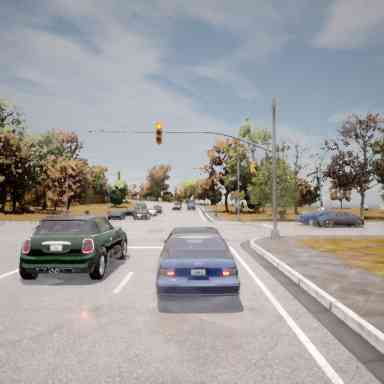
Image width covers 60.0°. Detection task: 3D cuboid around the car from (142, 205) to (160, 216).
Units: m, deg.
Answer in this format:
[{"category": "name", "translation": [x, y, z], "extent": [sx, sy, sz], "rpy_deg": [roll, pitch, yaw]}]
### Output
[{"category": "car", "translation": [-7.180, 3.438, 57.720], "extent": [1.812, 1.442, 4.674], "rpy_deg": [0, -1, 0]}]

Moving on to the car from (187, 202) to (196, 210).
[{"category": "car", "translation": [-0.135, 3.474, 77.803], "extent": [1.812, 1.442, 4.674], "rpy_deg": [0, 0, 0]}]

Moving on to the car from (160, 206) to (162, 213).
[{"category": "car", "translation": [-7.131, 3.495, 68.010], "extent": [1.837, 1.490, 4.892], "rpy_deg": [0, 0, 0]}]

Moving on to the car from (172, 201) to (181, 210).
[{"category": "car", "translation": [-3.636, 3.546, 77.862], "extent": [1.895, 1.301, 4.718], "rpy_deg": [0, 0, 0]}]

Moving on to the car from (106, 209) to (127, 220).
[{"category": "car", "translation": [-10.715, 3.213, 47.636], "extent": [2.033, 1.411, 5.357], "rpy_deg": [0, -2, -3]}]

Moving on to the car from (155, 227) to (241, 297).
[{"category": "car", "translation": [0.077, 1.647, 8.925], "extent": [2.033, 1.411, 5.357], "rpy_deg": [0, -1, -1]}]

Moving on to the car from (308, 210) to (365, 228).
[{"category": "car", "translation": [13.023, 2.453, 29.657], "extent": [4.181, 1.385, 1.994], "rpy_deg": [0, -3, -2]}]

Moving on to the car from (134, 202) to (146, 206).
[{"category": "car", "translation": [-10.620, 3.211, 68.270], "extent": [2.150, 2.045, 5.566], "rpy_deg": [0, 0, 0]}]

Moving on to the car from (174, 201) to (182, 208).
[{"category": "car", "translation": [-3.747, 3.257, 87.894], "extent": [1.837, 1.490, 4.892], "rpy_deg": [0, 0, -3]}]

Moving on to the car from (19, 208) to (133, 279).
[{"category": "car", "translation": [-3.434, 1.487, 10.543], "extent": [2.097, 1.767, 4.553], "rpy_deg": [0, -1, 0]}]

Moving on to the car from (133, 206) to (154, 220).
[{"category": "car", "translation": [-7.173, 3.163, 47.829], "extent": [2.128, 1.511, 4.902], "rpy_deg": [0, -2, 1]}]

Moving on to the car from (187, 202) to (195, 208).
[{"category": "car", "translation": [-0.248, 3.314, 87.985], "extent": [1.994, 1.385, 4.181], "rpy_deg": [0, 0, -3]}]

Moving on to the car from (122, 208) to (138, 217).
[{"category": "car", "translation": [-10.683, 3.510, 57.512], "extent": [1.895, 1.301, 4.718], "rpy_deg": [0, -1, 0]}]

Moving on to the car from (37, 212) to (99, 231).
[{"category": "car", "translation": [-9.815, 2.308, 26.473], "extent": [4.181, 1.385, 1.994], "rpy_deg": [0, -3, 5]}]

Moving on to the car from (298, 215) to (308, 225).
[{"category": "car", "translation": [13.190, 2.528, 33.151], "extent": [5.008, 1.535, 1.882], "rpy_deg": [0, -3, -1]}]
